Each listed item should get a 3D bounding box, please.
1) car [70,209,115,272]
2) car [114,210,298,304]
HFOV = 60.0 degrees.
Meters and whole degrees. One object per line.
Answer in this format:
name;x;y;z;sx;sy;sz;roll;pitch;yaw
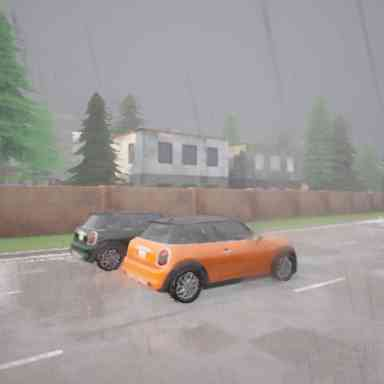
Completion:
car;-1.589;1.395;11.211;4.553;1.767;2.097;1;0;-35
car;0.643;1.398;8.504;4.553;1.767;2.097;1;0;-36
